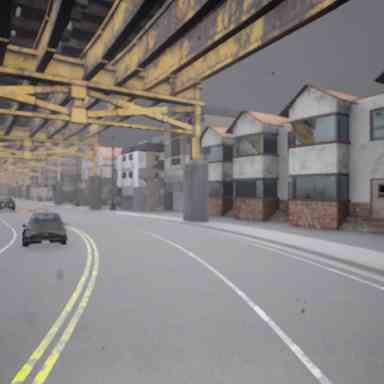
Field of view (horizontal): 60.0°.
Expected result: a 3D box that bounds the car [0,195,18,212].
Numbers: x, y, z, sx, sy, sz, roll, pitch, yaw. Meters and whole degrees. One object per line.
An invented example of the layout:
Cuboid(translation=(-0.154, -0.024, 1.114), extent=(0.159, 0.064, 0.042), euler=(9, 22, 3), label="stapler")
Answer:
Cuboid(translation=(-28.107, 1.838, 50.408), extent=(2.150, 2.045, 5.566), euler=(0, -1, -32), label="car")

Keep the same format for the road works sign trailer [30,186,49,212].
Cuboid(translation=(-21.646, 1.008, 46.985), extent=(2.380, 3.560, 2.880), euler=(0, -1, -33), label="road works sign trailer")

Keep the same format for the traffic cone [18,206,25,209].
Cuboid(translation=(-26.670, 2.576, 52.044), extent=(0.340, 0.580, 0.340), euler=(0, -1, -33), label="traffic cone")

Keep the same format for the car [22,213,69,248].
Cuboid(translation=(-7.160, 1.731, 16.343), extent=(2.033, 1.411, 5.357), euler=(0, -1, -23), label="car")
